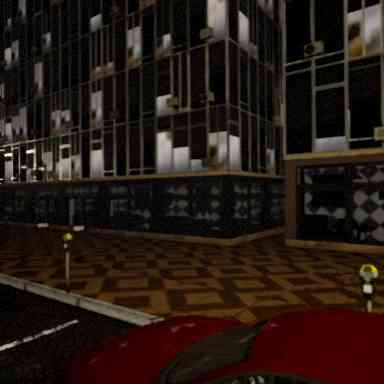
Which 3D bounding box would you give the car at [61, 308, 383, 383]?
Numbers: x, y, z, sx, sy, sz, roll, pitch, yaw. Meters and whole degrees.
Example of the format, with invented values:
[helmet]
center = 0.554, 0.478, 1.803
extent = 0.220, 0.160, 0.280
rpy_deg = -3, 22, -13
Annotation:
[car]
center = 0.907, 1.549, 2.230
extent = 4.507, 1.381, 1.887
rpy_deg = -1, -1, 35
